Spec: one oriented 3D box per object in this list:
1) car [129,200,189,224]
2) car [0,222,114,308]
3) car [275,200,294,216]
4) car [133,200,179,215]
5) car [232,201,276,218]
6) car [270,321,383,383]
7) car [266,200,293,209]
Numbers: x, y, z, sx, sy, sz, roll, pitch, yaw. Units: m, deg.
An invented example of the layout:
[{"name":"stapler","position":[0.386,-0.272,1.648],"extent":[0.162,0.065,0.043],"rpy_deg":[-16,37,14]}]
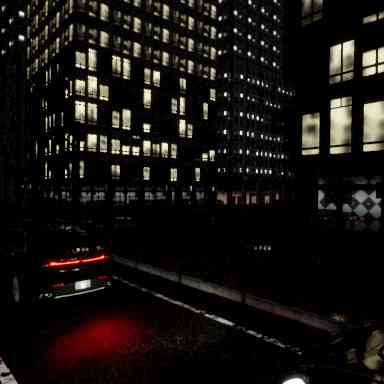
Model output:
[{"name":"car","position":[-2.589,1.523,26.495],"extent":[5.009,1.841,2.192],"rpy_deg":[1,0,-40]},{"name":"car","position":[-3.657,1.501,8.098],"extent":[1.837,1.490,4.892],"rpy_deg":[0,0,-41]},{"name":"car","position":[10.304,1.936,37.449],"extent":[4.206,1.307,1.802],"rpy_deg":[1,0,-40]},{"name":"car","position":[-3.850,1.647,36.421],"extent":[4.829,1.417,1.752],"rpy_deg":[1,0,-40]},{"name":"car","position":[6.135,1.832,33.907],"extent":[4.829,1.417,1.752],"rpy_deg":[1,0,-40]},{"name":"car","position":[2.438,1.352,1.316],"extent":[2.097,1.767,4.553],"rpy_deg":[0,0,-41]},{"name":"car","position":[13.469,1.881,51.131],"extent":[4.313,1.339,1.947],"rpy_deg":[1,0,-40]}]
